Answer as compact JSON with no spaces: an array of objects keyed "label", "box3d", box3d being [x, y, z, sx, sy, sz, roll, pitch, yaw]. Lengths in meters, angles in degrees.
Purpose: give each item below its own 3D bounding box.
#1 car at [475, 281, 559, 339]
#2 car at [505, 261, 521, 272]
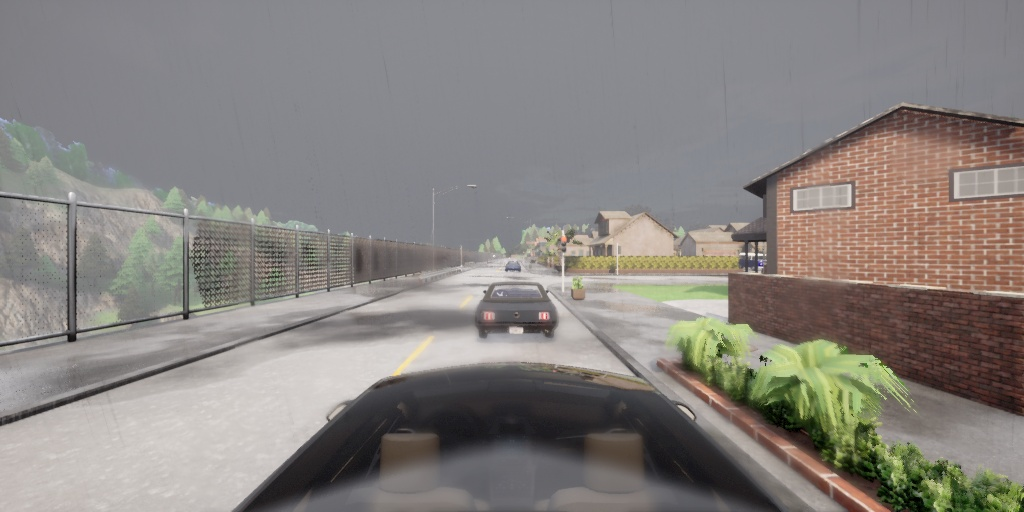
[{"label":"car","box3d":[0.107,1.351,10.106,1.895,1.301,4.718,0,0,0]},{"label":"car","box3d":[0.147,1.314,46.406,1.994,1.385,4.181,0,0,0]}]
